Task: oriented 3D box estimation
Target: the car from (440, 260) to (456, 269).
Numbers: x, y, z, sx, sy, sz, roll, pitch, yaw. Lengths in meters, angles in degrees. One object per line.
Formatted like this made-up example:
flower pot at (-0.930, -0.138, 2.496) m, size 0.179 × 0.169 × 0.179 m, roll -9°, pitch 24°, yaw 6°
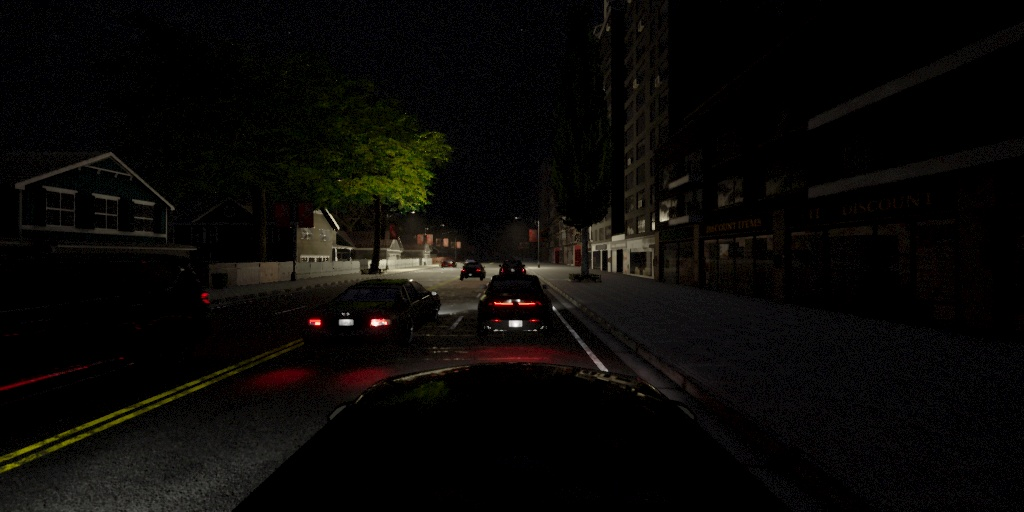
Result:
car at (-9.969, 1.273, 56.603) m, size 1.994 × 1.385 × 4.181 m, roll 0°, pitch 0°, yaw 1°

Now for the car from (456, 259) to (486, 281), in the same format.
car at (-3.247, 1.266, 30.172) m, size 1.812 × 1.442 × 4.674 m, roll 0°, pitch 0°, yaw 0°

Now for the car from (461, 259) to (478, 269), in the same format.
car at (-6.716, 1.255, 57.345) m, size 2.033 × 1.411 × 5.357 m, roll 0°, pitch 0°, yaw 0°

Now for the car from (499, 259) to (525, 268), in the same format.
car at (0.013, 1.093, 28.646) m, size 2.097 × 1.767 × 4.553 m, roll 0°, pitch 0°, yaw -1°

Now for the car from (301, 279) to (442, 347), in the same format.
car at (-3.168, 1.297, 9.269) m, size 2.033 × 1.411 × 5.357 m, roll 0°, pitch 0°, yaw -1°

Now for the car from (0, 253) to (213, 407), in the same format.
car at (-6.608, 0.971, 4.292) m, size 2.150 × 2.045 × 5.566 m, roll 0°, pitch 0°, yaw 0°

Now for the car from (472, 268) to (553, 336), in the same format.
car at (0.072, 1.254, 10.365) m, size 1.837 × 1.490 × 4.892 m, roll 0°, pitch 0°, yaw 0°
